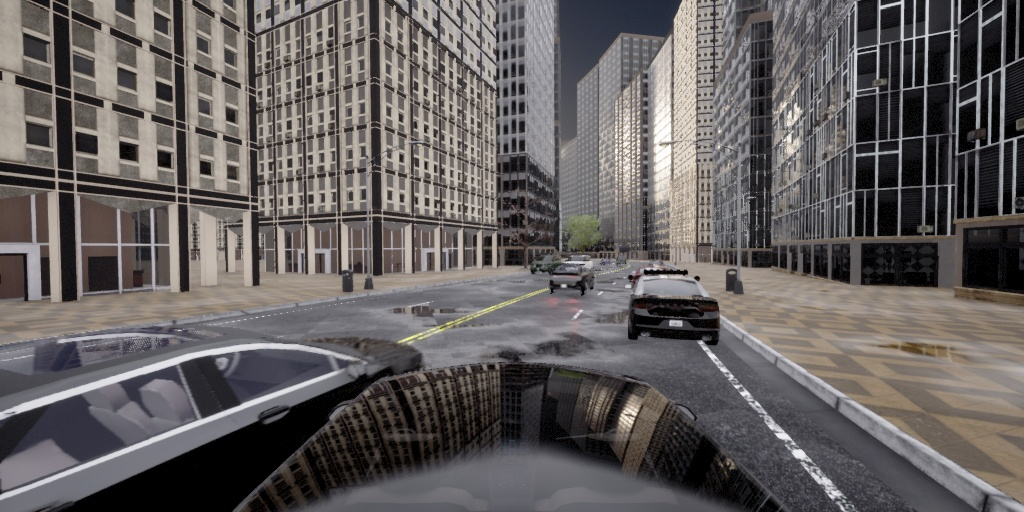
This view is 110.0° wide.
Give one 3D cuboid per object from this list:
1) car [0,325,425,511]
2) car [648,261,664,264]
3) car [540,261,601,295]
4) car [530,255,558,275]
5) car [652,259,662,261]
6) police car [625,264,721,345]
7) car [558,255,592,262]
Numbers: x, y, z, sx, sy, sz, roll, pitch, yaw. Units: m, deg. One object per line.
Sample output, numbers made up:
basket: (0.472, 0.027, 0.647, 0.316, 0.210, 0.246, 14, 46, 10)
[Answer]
car: (-2.358, 1.242, 2.468, 2.128, 1.511, 4.902, 0, 0, 16)
car: (7.394, 1.221, 18.865, 1.882, 1.535, 5.008, 0, 0, 21)
car: (3.388, 1.229, 19.727, 2.128, 1.511, 4.902, 0, 0, 20)
car: (3.747, 0.927, 38.019, 2.150, 2.045, 5.566, 0, 0, 25)
car: (18.285, 1.270, 45.653, 2.033, 1.411, 5.357, 0, 0, 26)
police car: (4.163, 1.172, 9.780, 1.930, 1.638, 5.238, 0, 0, 18)
car: (6.829, 0.936, 36.948, 2.150, 2.045, 5.566, 0, 0, 25)
